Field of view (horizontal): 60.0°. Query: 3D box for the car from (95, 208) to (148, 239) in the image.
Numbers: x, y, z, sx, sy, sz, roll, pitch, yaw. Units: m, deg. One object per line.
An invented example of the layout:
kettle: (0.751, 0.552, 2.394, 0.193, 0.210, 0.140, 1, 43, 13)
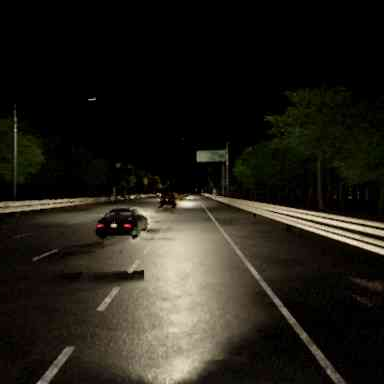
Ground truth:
car: (-3.498, 1.550, 17.373, 2.033, 1.411, 5.357, 0, 0, 0)

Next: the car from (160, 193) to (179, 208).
car: (-3.415, 1.226, 48.034, 2.150, 2.045, 5.566, 0, 0, 0)

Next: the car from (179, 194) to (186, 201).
car: (-3.205, 1.449, 85.179, 1.882, 1.535, 5.008, 0, 0, 0)
